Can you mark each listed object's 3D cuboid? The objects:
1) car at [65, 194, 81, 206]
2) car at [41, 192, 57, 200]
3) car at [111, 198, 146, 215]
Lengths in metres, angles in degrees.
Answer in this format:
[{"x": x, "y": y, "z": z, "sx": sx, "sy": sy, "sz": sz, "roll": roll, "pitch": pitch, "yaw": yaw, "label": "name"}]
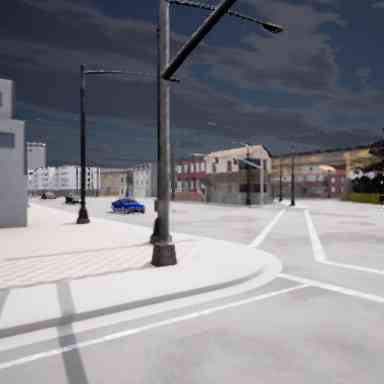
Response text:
[{"x": -16.344, "y": 1.049, "z": 46.657, "sx": 2.128, "sy": 1.511, "sz": 4.902, "roll": 0, "pitch": 2, "yaw": -36, "label": "car"}, {"x": -25.724, "y": 0.725, "z": 59.702, "sx": 1.812, "sy": 1.442, "sz": 4.674, "roll": 0, "pitch": 1, "yaw": -35, "label": "car"}, {"x": -6.320, "y": 1.387, "z": 32.812, "sx": 1.882, "sy": 1.535, "sz": 5.008, "roll": 0, "pitch": 1, "yaw": -36, "label": "car"}]
